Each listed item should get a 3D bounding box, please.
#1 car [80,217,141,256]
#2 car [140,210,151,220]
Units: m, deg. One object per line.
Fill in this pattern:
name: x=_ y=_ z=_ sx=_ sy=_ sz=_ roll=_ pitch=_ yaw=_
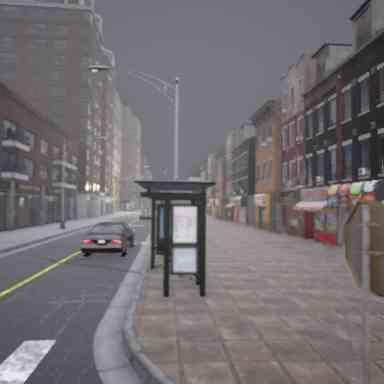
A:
car: x=-3.791 y=2.109 z=15.657 sx=2.033 sy=1.411 sz=5.357 roll=1 pitch=-2 yaw=-5
car: x=-6.450 y=3.344 z=47.949 sx=1.994 sy=1.385 sz=4.181 roll=1 pitch=-2 yaw=-5
